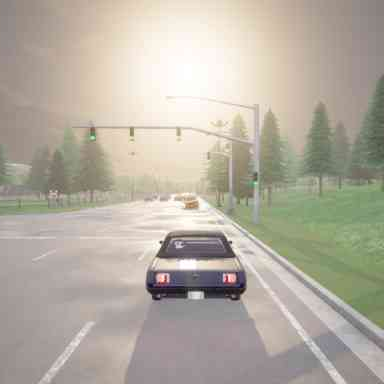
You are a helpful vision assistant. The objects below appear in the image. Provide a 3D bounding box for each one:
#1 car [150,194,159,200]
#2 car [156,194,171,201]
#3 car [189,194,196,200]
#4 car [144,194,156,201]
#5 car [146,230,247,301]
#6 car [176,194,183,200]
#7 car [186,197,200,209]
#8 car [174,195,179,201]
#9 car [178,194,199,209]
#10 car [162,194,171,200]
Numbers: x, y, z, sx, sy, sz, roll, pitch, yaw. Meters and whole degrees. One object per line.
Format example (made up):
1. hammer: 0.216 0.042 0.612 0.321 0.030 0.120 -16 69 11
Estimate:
1. car: -10.319 1.332 91.029 1.837 1.490 4.892 0 0 0
2. car: -6.840 1.531 80.602 2.033 1.411 5.357 0 0 0
3. car: 0.181 1.372 91.008 2.033 1.411 5.357 0 0 0
4. car: -10.340 1.531 80.609 2.033 1.411 5.357 0 0 0
5. car: 0.096 1.601 8.301 1.895 1.301 4.718 0 0 0
6. car: -3.319 1.357 91.015 1.812 1.442 4.674 0 0 0
7. car: 0.097 1.591 49.966 2.033 1.411 5.357 0 2 0
8. car: -3.339 1.545 81.012 1.994 1.385 4.181 0 0 0
9. car: -0.334 1.057 46.583 1.882 1.535 5.008 -11 16 -7
10. car: -6.819 1.372 91.022 2.033 1.411 5.357 0 0 0
